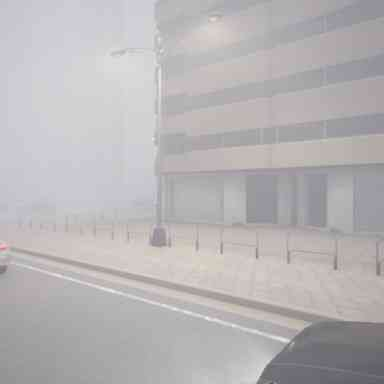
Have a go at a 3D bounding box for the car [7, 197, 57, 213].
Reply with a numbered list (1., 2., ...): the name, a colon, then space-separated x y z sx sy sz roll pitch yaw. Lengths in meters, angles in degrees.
1. car: -17.720 1.398 37.548 2.097 1.767 4.553 0 0 37

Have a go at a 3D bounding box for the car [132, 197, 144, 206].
1. car: -7.687 1.591 56.450 2.033 1.411 5.357 0 0 38

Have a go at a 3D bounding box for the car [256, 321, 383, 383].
1. car: 2.998 1.547 1.753 5.357 1.411 2.033 0 0 37

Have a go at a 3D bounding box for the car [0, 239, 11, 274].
1. car: -6.747 1.523 9.250 4.674 1.442 1.812 0 0 39

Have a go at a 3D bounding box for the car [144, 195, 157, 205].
1. car: -4.741 1.267 54.542 2.150 2.045 5.566 0 0 37

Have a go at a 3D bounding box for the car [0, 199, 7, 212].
1. car: -21.231 1.535 38.711 2.128 1.511 4.902 0 0 37
